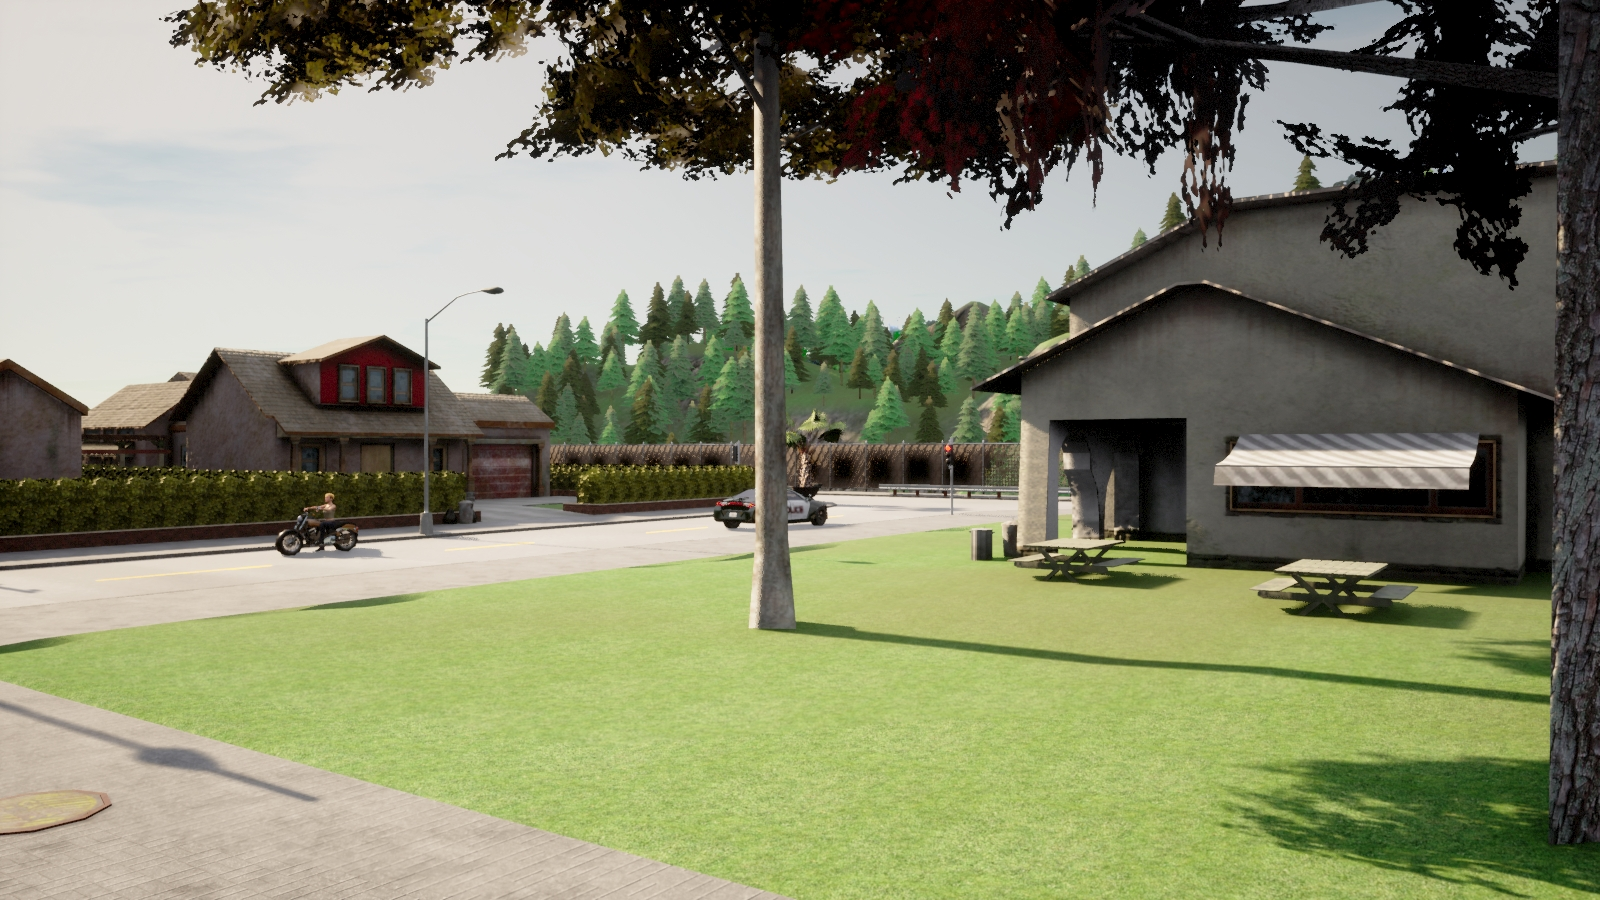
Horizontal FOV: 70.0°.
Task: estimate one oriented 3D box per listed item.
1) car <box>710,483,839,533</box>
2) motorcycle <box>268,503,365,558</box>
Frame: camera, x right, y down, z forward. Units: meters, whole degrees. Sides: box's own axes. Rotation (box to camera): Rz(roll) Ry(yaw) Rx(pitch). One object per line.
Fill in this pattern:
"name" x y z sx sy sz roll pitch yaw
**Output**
"car" -0.850 2.038 41.431 2.038 1.542 4.974 0 0 37
"motorcycle" -13.052 2.155 30.913 0.764 1.307 2.356 0 0 35
